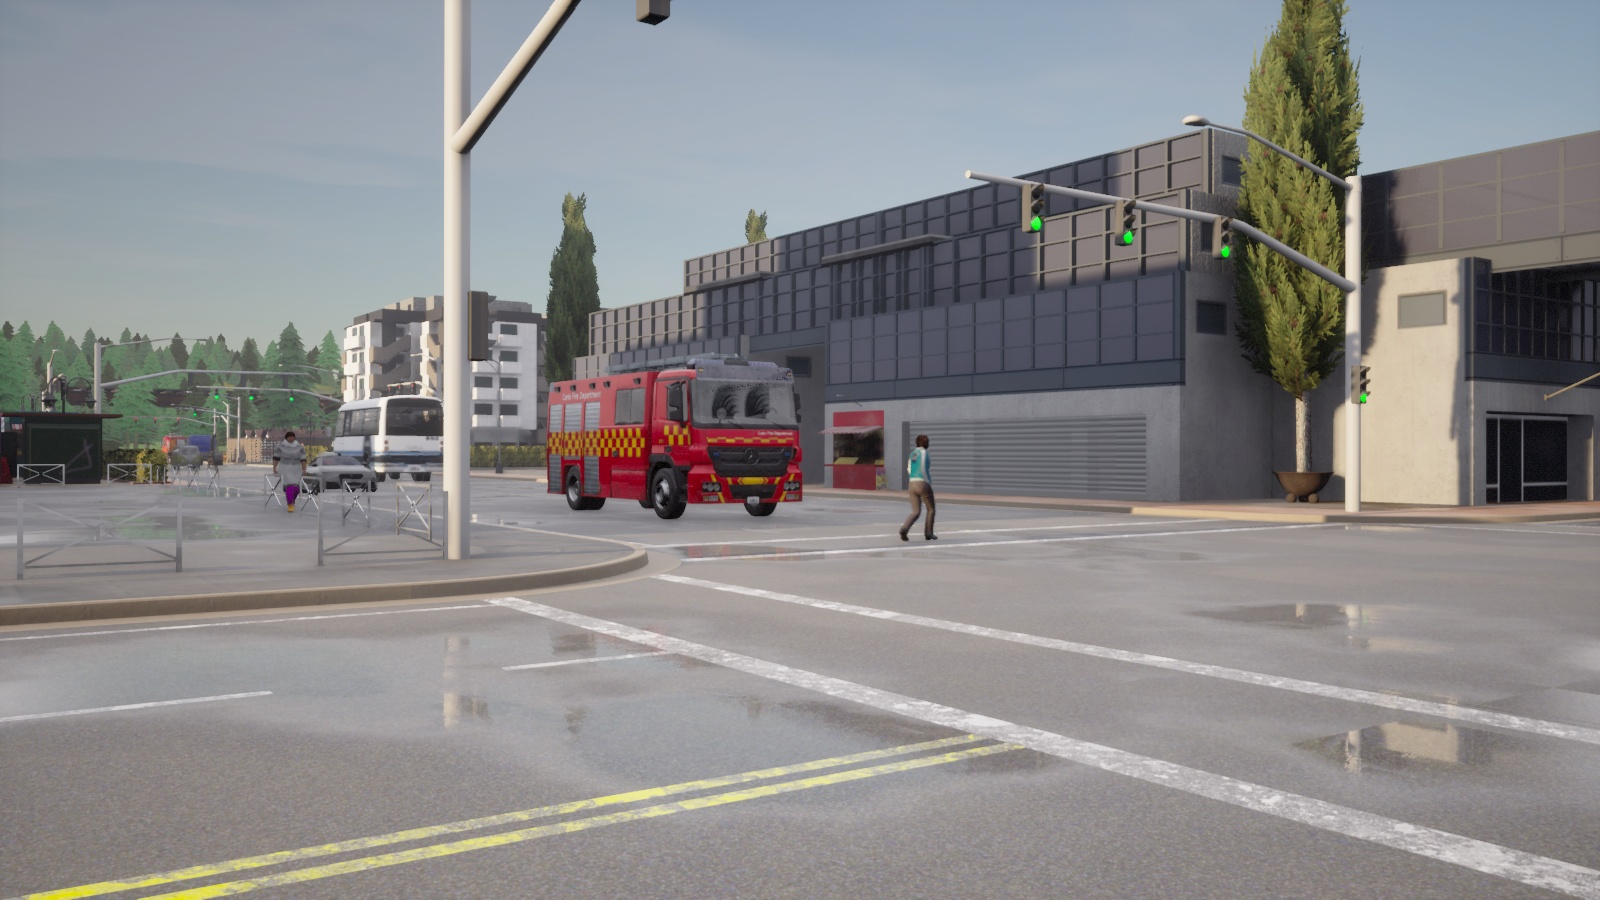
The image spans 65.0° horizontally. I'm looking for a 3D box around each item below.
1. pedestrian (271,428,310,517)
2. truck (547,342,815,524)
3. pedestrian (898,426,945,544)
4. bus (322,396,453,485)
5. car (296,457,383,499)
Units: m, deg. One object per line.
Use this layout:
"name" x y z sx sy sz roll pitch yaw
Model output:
"pedestrian" -11.317 0.495 27.905 0.659 1.952 0.873 0 0 -32
"truck" -3.203 -0.340 30.756 2.891 3.827 8.468 0 0 -33
"pedestrian" 2.017 0.574 20.820 0.692 1.930 0.396 0 0 -41
"bus" -21.635 -0.428 65.315 3.944 4.253 10.273 0 0 -33
"car" -16.351 0.951 44.445 1.994 1.385 4.181 0 0 -33
